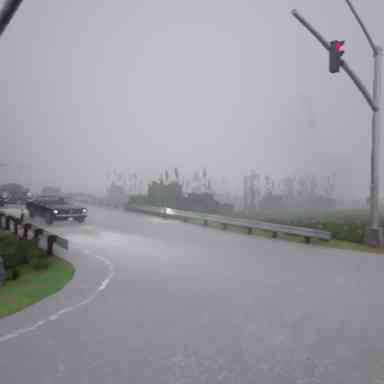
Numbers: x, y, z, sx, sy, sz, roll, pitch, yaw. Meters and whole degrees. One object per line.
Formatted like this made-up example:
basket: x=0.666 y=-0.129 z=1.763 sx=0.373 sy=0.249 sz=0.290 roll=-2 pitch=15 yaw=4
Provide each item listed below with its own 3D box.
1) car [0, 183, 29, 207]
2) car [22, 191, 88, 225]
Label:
car: x=-13.952 y=0.134 z=25.815 sx=2.097 sy=1.767 sz=4.553 roll=0 pitch=2 yaw=-40
car: x=-7.441 y=0.891 z=18.163 sx=1.895 sy=1.301 sz=4.718 roll=0 pitch=4 yaw=-41
